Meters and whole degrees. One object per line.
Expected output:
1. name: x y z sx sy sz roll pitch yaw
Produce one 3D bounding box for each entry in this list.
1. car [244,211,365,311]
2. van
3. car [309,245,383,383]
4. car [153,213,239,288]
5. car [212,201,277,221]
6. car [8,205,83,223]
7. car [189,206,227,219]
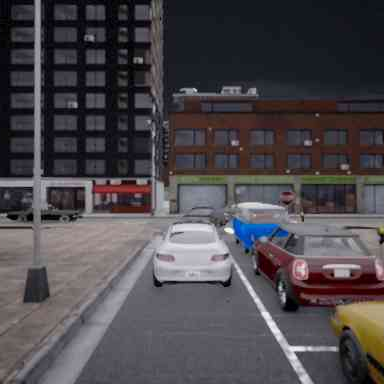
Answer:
1. car: 2.615 1.443 7.754 1.967 1.590 4.097 0 0 0
2. van: 2.596 1.347 13.229 1.690 1.788 3.998 0 0 0
3. car: 2.634 1.526 2.451 1.752 1.417 4.829 0 0 0
4. car: -0.005 1.530 9.166 1.812 1.442 4.674 0 0 -1
5. car: 4.123 1.492 26.644 4.902 1.511 2.128 0 0 0
6. car: -10.286 1.588 23.664 4.718 1.301 1.895 0 0 0
7. car: 0.853 1.546 19.347 2.033 1.411 5.357 0 0 16
